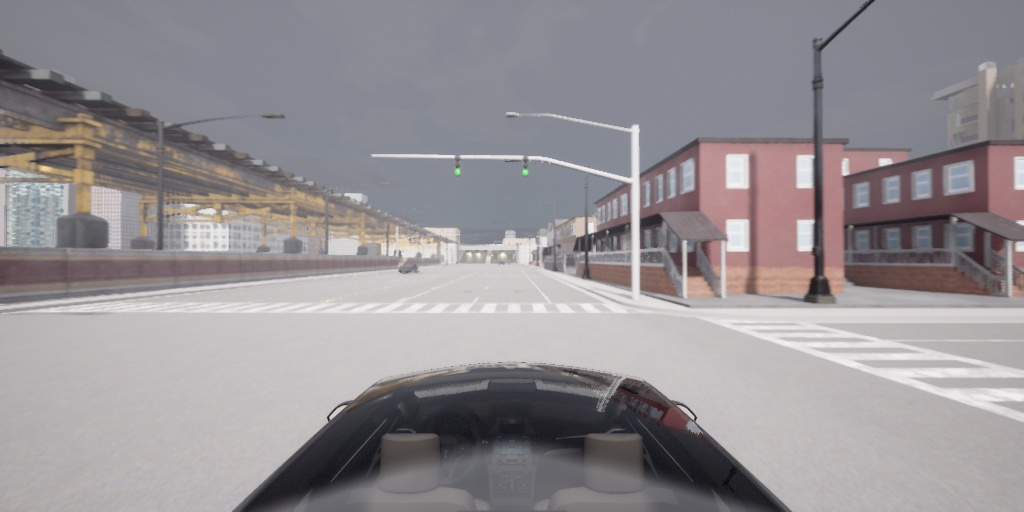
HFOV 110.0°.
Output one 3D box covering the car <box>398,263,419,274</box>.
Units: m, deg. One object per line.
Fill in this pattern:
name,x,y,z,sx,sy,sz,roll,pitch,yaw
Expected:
car,-14.000,1.760,48.792,1.837,1.490,4.892,0,1,0
